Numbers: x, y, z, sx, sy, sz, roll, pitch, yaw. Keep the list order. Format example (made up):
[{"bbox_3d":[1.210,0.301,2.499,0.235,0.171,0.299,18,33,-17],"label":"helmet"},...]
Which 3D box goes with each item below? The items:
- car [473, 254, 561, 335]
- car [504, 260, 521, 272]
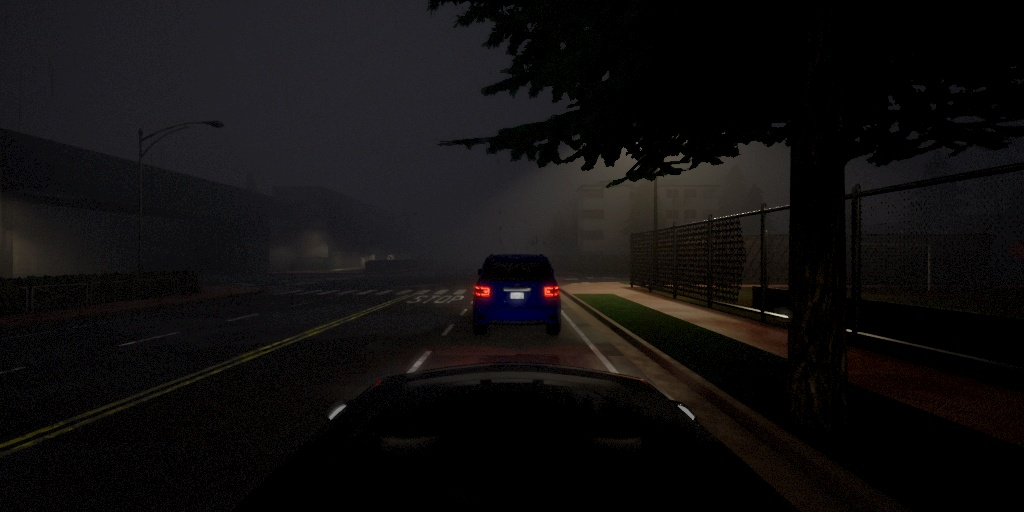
[{"bbox_3d":[0.125,0.972,10.636,2.150,2.045,5.566,0,0,0],"label":"car"},{"bbox_3d":[0.071,1.242,46.428,2.128,1.511,4.902,0,0,-1],"label":"car"}]
